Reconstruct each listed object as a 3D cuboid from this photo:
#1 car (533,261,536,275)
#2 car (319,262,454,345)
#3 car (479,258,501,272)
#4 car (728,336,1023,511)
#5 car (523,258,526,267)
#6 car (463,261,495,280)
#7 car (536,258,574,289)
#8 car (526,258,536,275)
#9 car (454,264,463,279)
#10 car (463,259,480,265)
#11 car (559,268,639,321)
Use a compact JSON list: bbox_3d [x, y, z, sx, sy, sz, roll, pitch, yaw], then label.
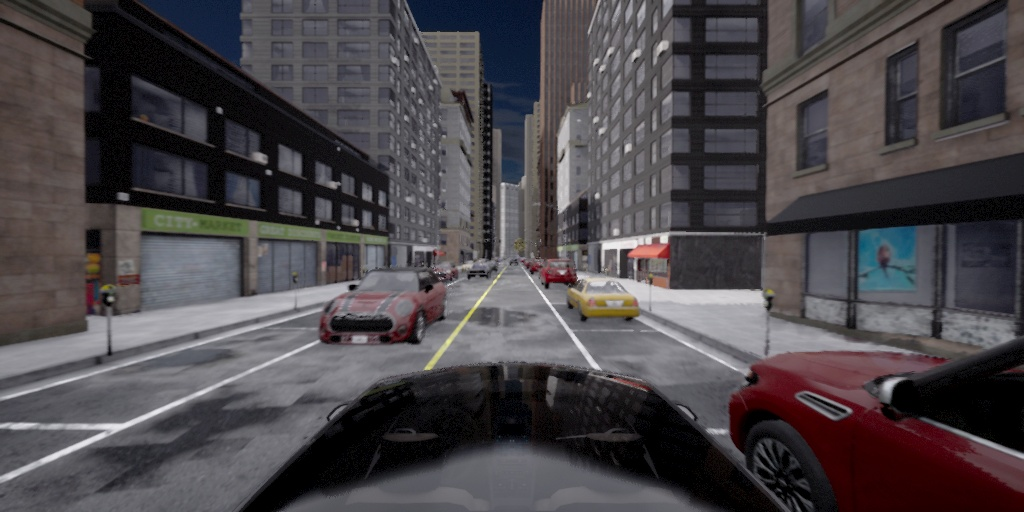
[{"bbox_3d":[3.008,1.346,29.186,2.007,1.370,4.403,0,0,0],"label":"car"},{"bbox_3d":[-3.062,1.093,9.497,2.097,1.767,4.553,0,0,0],"label":"car"},{"bbox_3d":[-2.742,1.304,46.092,1.837,1.490,4.892,0,0,0],"label":"car"},{"bbox_3d":[2.836,1.079,0.939,2.192,1.841,5.009,0,0,0],"label":"car"},{"bbox_3d":[3.181,1.375,57.433,1.888,1.381,4.507,0,0,0],"label":"car"},{"bbox_3d":[-2.836,1.368,31.887,1.895,1.301,4.718,0,0,1],"label":"car"},{"bbox_3d":[2.974,1.104,23.536,2.192,1.841,5.009,0,0,0],"label":"car"},{"bbox_3d":[3.077,1.123,40.487,2.192,1.841,5.009,0,0,0],"label":"car"},{"bbox_3d":[-5.517,1.189,29.233,1.967,1.591,4.097,0,0,0],"label":"car"},{"bbox_3d":[-5.415,1.294,46.010,1.751,1.417,4.829,0,0,0],"label":"car"},{"bbox_3d":[2.906,1.302,12.408,1.751,1.417,4.829,0,0,0],"label":"car"}]
